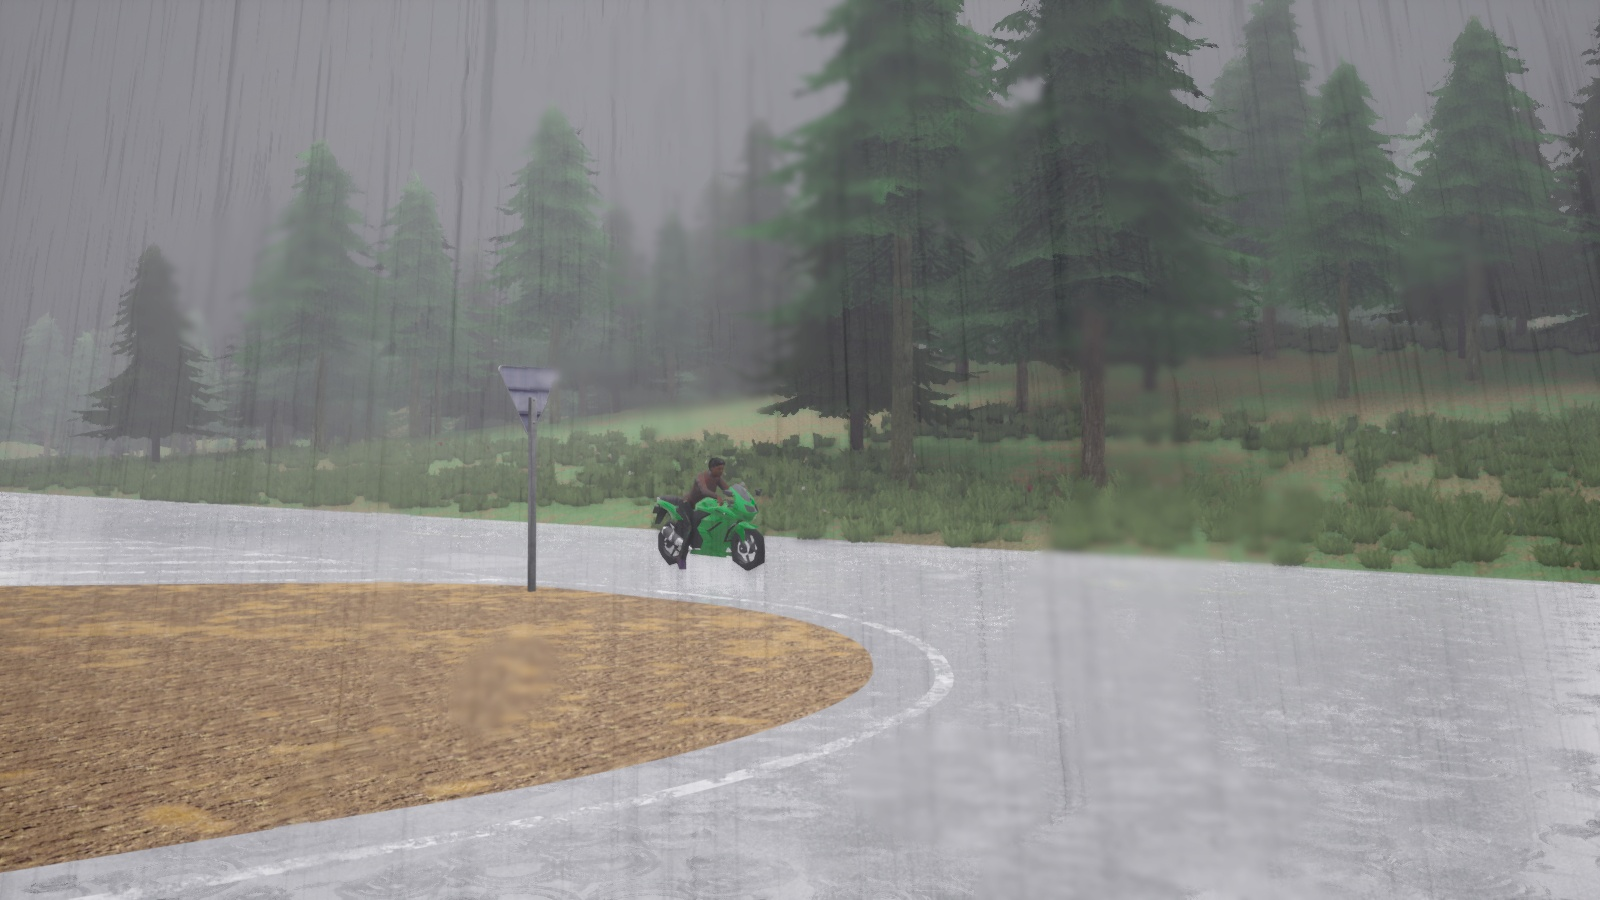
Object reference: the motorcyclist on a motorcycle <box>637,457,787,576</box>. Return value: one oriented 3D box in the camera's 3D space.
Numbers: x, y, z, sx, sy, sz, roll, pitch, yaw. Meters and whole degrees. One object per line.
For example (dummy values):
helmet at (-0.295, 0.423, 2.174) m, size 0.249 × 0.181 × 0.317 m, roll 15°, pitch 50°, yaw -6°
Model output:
motorcyclist on a motorcycle at (-1.223, 0.864, 17.152) m, size 2.044 × 1.523 × 0.797 m, roll 0°, pitch 0°, yaw 39°
